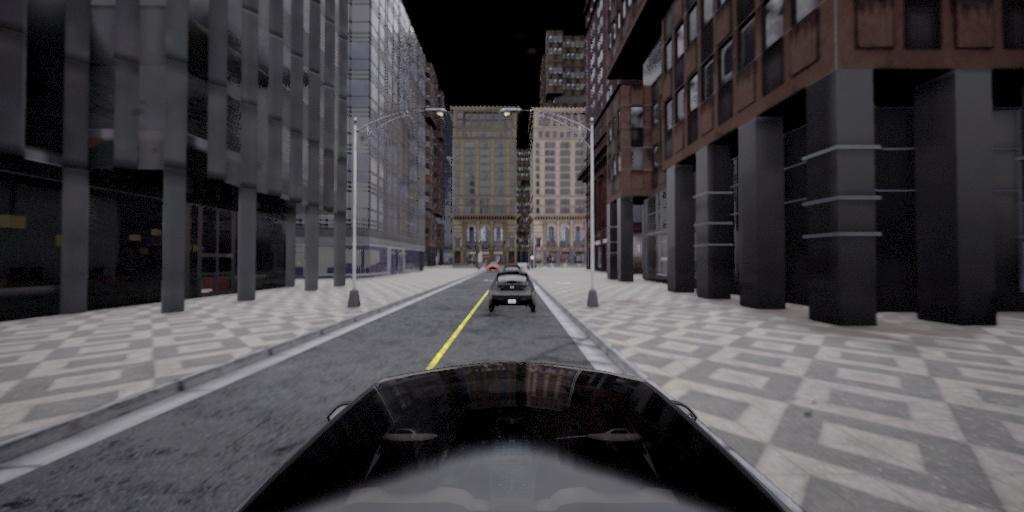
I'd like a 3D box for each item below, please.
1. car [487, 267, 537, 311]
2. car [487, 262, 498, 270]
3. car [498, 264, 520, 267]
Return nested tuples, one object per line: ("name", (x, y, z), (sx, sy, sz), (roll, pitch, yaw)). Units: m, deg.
("car", (0.019, 1.395, 15.362), (1.837, 1.490, 4.892), (0, 0, 0))
("car", (-3.063, 1.731, 59.730), (2.097, 1.767, 4.553), (0, -1, 0))
("car", (0.019, 1.554, 30.359), (1.837, 1.490, 4.892), (0, 0, 0))
